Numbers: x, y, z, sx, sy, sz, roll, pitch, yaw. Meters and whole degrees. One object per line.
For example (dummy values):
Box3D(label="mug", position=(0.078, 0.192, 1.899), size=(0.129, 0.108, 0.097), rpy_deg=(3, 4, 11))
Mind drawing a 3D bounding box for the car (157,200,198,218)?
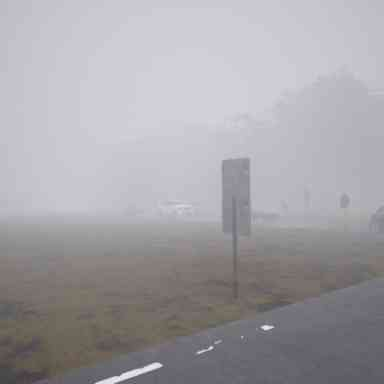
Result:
Box3D(label="car", position=(-2.136, 1.961, 40.086), size=(2.150, 2.045, 5.566), rpy_deg=(-1, -1, -35))

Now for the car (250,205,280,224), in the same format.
Box3D(label="car", position=(5.438, 1.899, 29.370), size=(1.882, 1.535, 5.008), rpy_deg=(-1, -1, -35))

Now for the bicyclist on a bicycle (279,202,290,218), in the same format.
Box3D(label="bicyclist on a bicycle", position=(9.460, 1.849, 34.025), size=(1.656, 1.620, 0.582), rpy_deg=(0, -1, -35))

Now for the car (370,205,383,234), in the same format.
Box3D(label="car", position=(12.152, 1.487, 18.129), size=(2.097, 1.767, 4.553), rpy_deg=(-1, -1, -19))

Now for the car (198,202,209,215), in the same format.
Box3D(label="car", position=(0.103, 2.055, 42.019), size=(2.097, 1.767, 4.553), rpy_deg=(-1, -1, -35))

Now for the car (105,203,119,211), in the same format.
Box3D(label="car", position=(-14.869, 2.842, 63.195), size=(1.882, 1.535, 5.008), rpy_deg=(-1, -2, -35))

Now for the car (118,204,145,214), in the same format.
Box3D(label="car", position=(-8.768, 2.528, 49.543), size=(1.837, 1.490, 4.892), rpy_deg=(-1, -1, -35))
